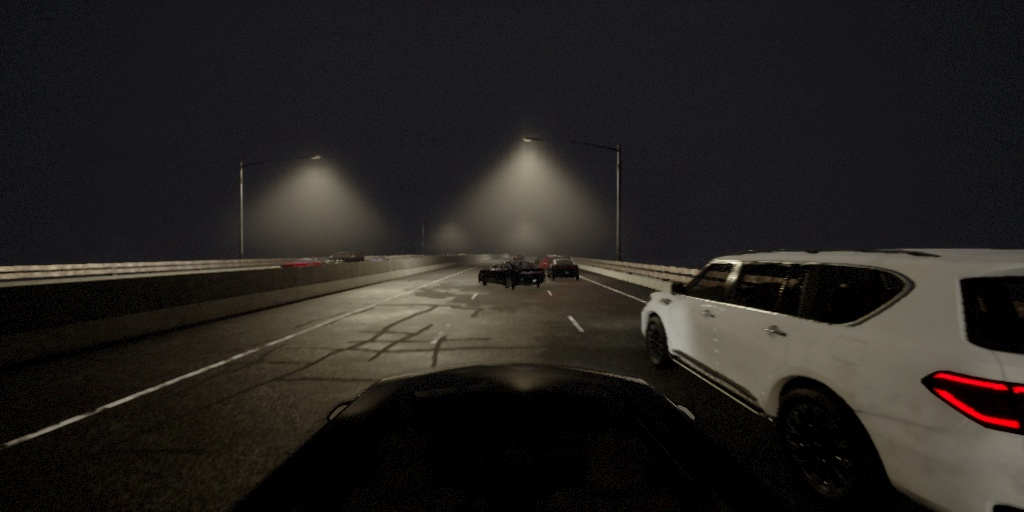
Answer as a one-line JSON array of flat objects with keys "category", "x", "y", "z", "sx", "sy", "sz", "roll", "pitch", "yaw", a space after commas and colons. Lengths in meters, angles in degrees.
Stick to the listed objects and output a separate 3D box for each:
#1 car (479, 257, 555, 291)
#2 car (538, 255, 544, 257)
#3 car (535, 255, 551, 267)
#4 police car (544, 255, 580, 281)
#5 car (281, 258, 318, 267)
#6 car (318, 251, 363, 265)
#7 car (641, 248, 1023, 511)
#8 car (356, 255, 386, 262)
[{"category": "car", "x": -0.151, "y": 1.001, "z": 19.965, "sx": 2.128, "sy": 1.511, "sz": 4.902, "roll": -1, "pitch": 1, "yaw": -32}, {"category": "car", "x": 3.878, "y": 0.825, "z": 37.153, "sx": 1.812, "sy": 1.442, "sz": 4.674, "roll": 0, "pitch": 1, "yaw": 1}, {"category": "car", "x": 4.143, "y": 0.650, "z": 48.072, "sx": 1.882, "sy": 1.535, "sz": 5.008, "roll": 0, "pitch": 1, "yaw": 2}, {"category": "police car", "x": 3.685, "y": 0.857, "z": 26.342, "sx": 1.930, "sy": 1.638, "sz": 5.238, "roll": 0, "pitch": 1, "yaw": 1}, {"category": "car", "x": -20.728, "y": 0.902, "z": 35.755, "sx": 1.895, "sy": 1.301, "sz": 4.718, "roll": 0, "pitch": 1, "yaw": 1}, {"category": "car", "x": -17.193, "y": 0.512, "z": 37.130, "sx": 2.150, "sy": 2.045, "sz": 5.566, "roll": 0, "pitch": 0, "yaw": 2}, {"category": "car", "x": 3.501, "y": 0.936, "z": 4.417, "sx": 2.150, "sy": 2.045, "sz": 5.566, "roll": 0, "pitch": 1, "yaw": 0}, {"category": "car", "x": -13.704, "y": 0.860, "z": 36.604, "sx": 1.994, "sy": 1.385, "sz": 4.181, "roll": 0, "pitch": 1, "yaw": 1}]
